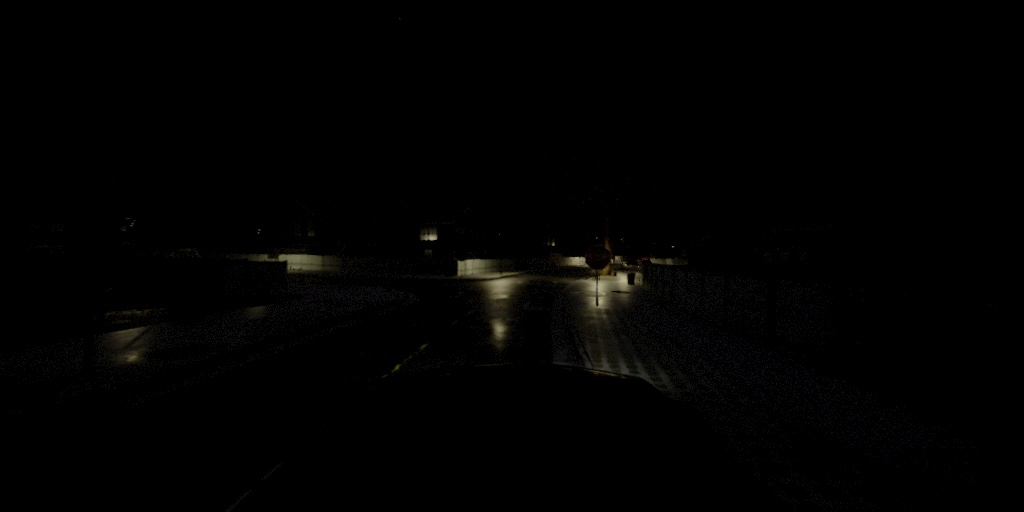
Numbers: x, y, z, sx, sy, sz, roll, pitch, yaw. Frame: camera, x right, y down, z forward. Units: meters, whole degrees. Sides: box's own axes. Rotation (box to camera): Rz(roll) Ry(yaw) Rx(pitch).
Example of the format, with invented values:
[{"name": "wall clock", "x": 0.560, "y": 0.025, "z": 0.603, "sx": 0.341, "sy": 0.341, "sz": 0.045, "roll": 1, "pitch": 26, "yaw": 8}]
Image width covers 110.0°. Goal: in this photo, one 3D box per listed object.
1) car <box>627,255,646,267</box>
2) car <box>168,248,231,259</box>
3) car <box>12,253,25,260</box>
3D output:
[{"name": "car", "x": 20.597, "y": 0.977, "z": 60.052, "sx": 1.837, "sy": 1.490, "sz": 4.892, "roll": 0, "pitch": 0, "yaw": 32}, {"name": "car", "x": -22.140, "y": 0.483, "z": 25.778, "sx": 5.566, "sy": 2.045, "sz": 2.150, "roll": 1, "pitch": 0, "yaw": 19}, {"name": "car", "x": -44.558, "y": 0.411, "z": 31.723, "sx": 4.181, "sy": 1.385, "sz": 1.994, "roll": 1, "pitch": 0, "yaw": 11}]
